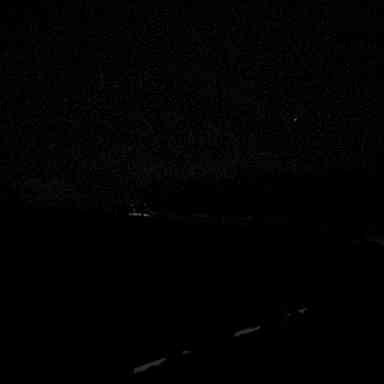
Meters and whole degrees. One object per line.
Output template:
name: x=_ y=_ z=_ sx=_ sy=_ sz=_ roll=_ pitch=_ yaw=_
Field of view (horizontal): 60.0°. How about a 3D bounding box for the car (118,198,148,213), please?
car: x=-7.004 y=1.554 z=39.348 sx=2.097 sy=1.767 sz=4.553 roll=0 pitch=-1 yaw=-35
